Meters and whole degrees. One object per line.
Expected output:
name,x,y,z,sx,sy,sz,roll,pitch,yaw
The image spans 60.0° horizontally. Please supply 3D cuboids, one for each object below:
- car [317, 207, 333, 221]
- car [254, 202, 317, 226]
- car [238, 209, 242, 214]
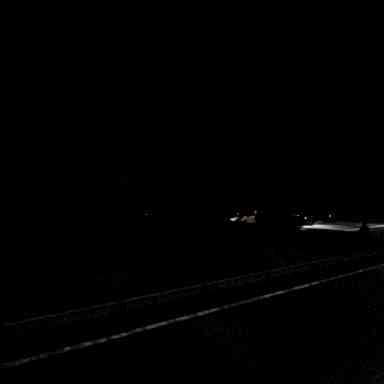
car,8.989,1.585,27.268,2.128,1.511,4.902,0,-1,-39
car,6.631,1.651,24.618,1.994,1.385,4.181,0,-1,-39
car,2.738,1.787,34.682,2.033,1.411,5.357,0,-1,-42
